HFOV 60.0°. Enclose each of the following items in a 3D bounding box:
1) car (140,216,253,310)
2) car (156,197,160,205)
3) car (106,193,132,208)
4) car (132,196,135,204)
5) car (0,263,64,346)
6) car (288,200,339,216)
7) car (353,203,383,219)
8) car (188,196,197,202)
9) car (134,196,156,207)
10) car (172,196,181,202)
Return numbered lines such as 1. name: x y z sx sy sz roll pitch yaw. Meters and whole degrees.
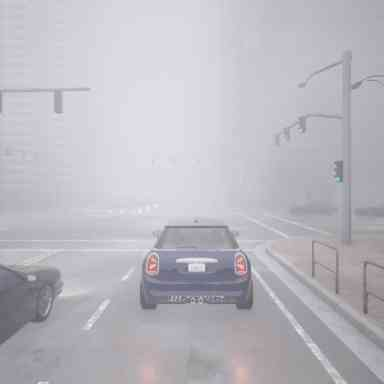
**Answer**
1. car: 0.092 1.352 8.000 2.097 1.767 4.553 0 0 0
2. car: -6.972 1.601 60.367 1.895 1.301 4.718 0 0 0
3. car: -10.519 1.352 48.143 2.097 1.767 4.553 0 0 0
4. car: -10.481 1.505 58.088 1.837 1.490 4.892 0 0 0
5. car: -3.414 1.547 4.142 2.033 1.411 5.357 0 0 -1
6. car: 11.708 1.526 32.177 4.674 1.442 1.812 0 0 1
7. car: 16.502 1.601 28.634 4.718 1.301 1.895 0 0 1
8. car: 0.123 1.553 72.632 1.994 1.385 4.181 0 0 0
9. car: -7.013 1.564 50.406 1.994 1.385 4.181 0 0 0
10. car: -3.383 1.465 72.231 2.033 1.411 5.357 0 0 0
